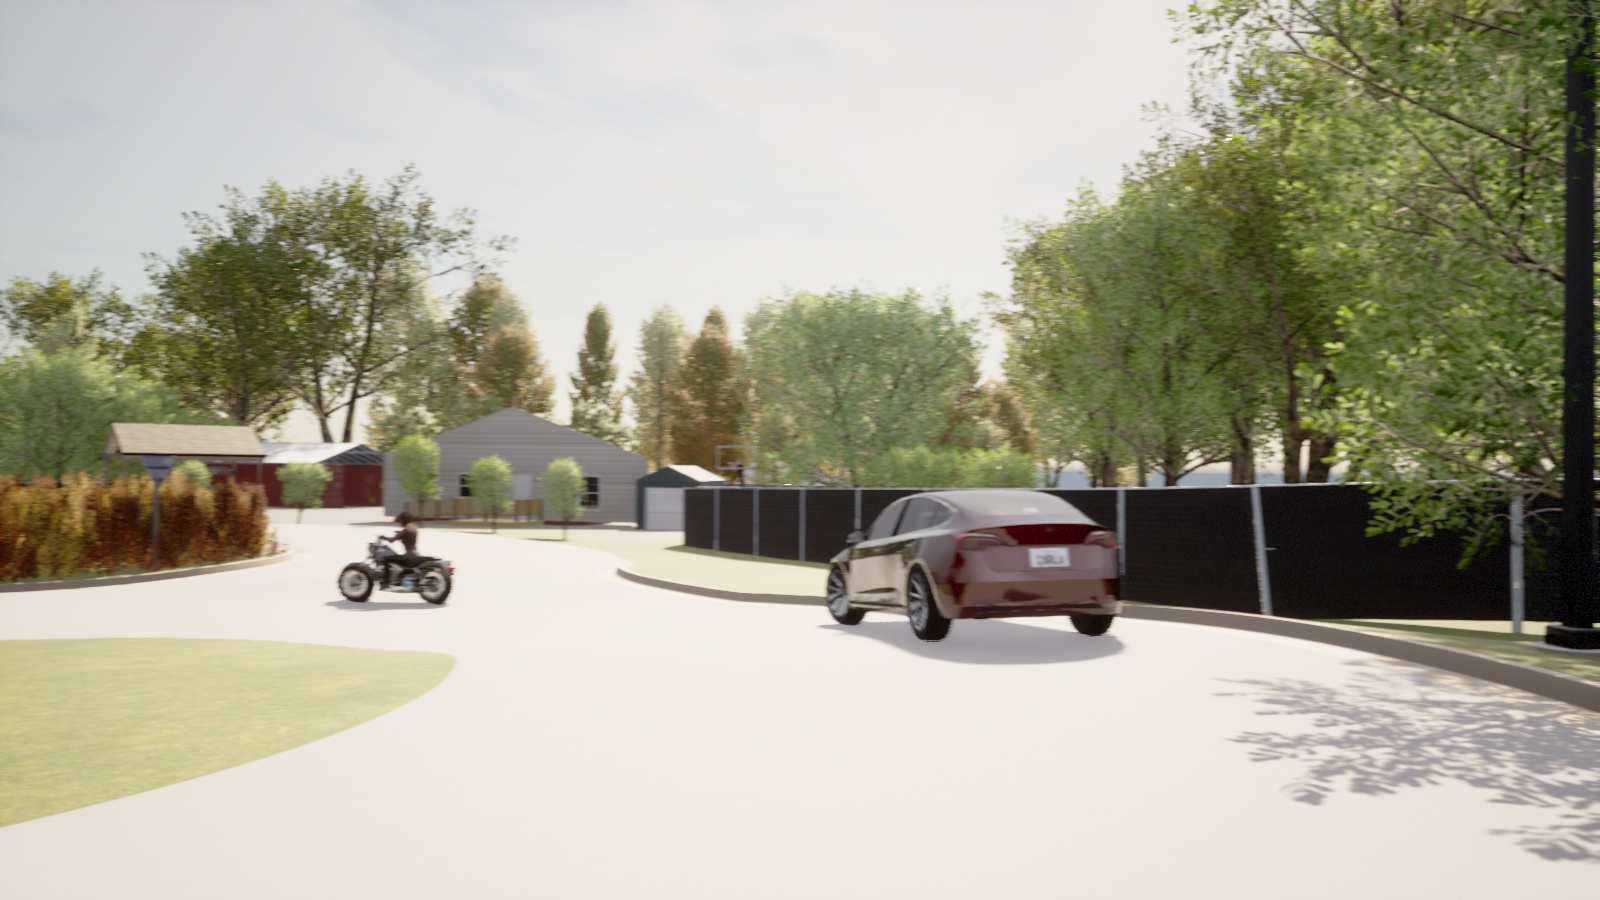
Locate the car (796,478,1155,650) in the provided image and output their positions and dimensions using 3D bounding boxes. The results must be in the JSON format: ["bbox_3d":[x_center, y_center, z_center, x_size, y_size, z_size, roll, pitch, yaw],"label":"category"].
[{"bbox_3d":[1.596,1.194,13.576,2.163,1.488,4.792,0,-5,-14],"label":"car"}]

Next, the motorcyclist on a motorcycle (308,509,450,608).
[{"bbox_3d":[-7.322,1.864,21.812,2.350,1.649,0.766,-1,-2,19],"label":"motorcyclist on a motorcycle"}]
